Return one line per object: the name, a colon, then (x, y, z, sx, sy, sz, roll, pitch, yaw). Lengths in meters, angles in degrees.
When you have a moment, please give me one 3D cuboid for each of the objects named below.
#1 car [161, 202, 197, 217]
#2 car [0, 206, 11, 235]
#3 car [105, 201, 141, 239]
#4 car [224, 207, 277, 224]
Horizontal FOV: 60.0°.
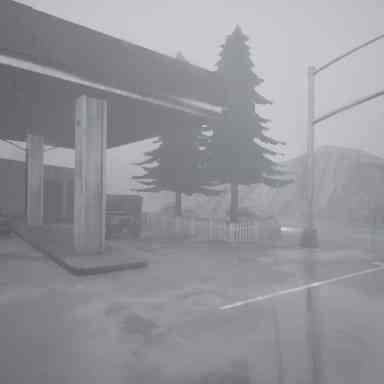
car: (-1.402, 1.709, 33.072, 1.812, 1.442, 4.674, 1, 0, -35)
car: (-11.544, 1.522, 18.557, 2.242, 1.667, 4.611, 1, 0, -36)
car: (-4.413, 1.446, 18.345, 1.905, 1.878, 3.866, 1, 0, -36)
car: (4.307, 1.813, 24.936, 1.994, 1.385, 4.181, 1, 0, -35)
